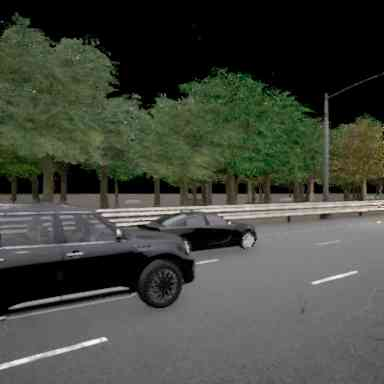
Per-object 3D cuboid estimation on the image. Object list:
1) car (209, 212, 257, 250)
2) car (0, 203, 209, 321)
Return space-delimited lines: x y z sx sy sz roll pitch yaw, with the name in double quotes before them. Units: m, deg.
"car" 0.308 1.459 12.558 5.008 1.535 1.882 0 0 -35
"car" -2.586 1.217 6.199 5.566 2.045 2.150 0 0 -35
